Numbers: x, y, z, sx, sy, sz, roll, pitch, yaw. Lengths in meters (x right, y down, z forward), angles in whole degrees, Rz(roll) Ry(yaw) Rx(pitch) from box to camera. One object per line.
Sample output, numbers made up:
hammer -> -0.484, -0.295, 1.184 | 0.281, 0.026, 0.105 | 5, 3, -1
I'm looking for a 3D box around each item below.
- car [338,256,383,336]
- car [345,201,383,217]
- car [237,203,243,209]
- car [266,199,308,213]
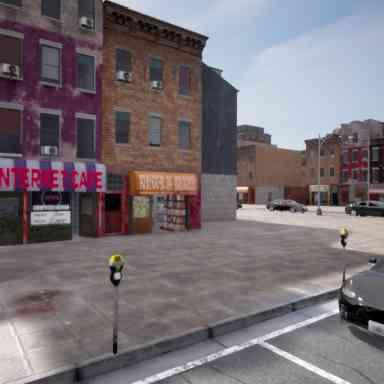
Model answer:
car -> 4.435, 1.567, 5.954 | 4.313, 1.339, 1.947 | 0, 0, -35
car -> 15.889, 1.542, 28.976 | 1.837, 1.490, 4.892 | 1, 0, -35
car -> 4.420, 1.626, 45.162 | 2.033, 1.411, 5.357 | 1, 0, -36
car -> 10.412, 1.549, 36.712 | 2.128, 1.511, 4.902 | 1, 0, -35
